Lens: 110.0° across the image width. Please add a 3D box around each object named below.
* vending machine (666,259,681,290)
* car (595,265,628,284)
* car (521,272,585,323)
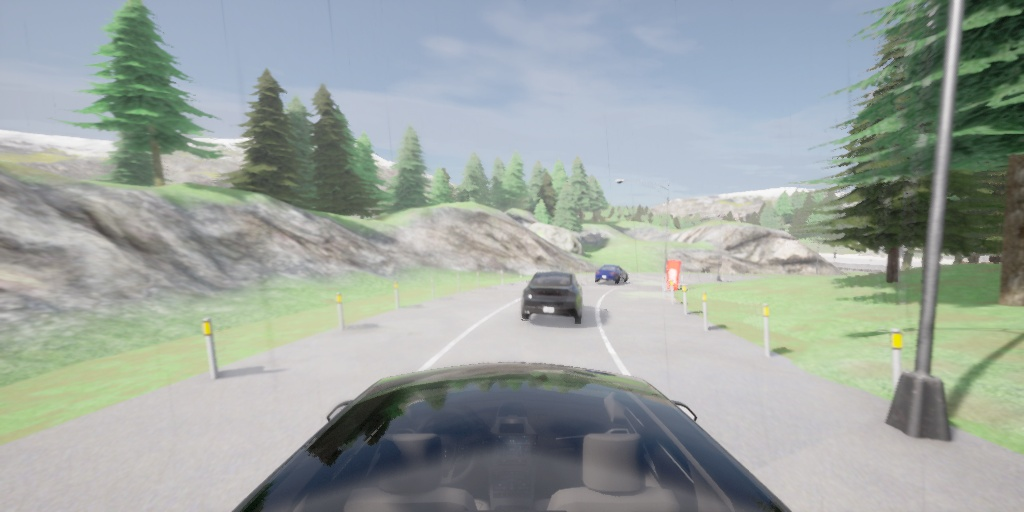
[{"bbox_3d":[11.063,1.283,24.923,1.100,2.100,0.880,0,0,29],"label":"vending machine"},{"bbox_3d":[8.128,1.450,29.173,1.812,1.442,4.674,3,1,30],"label":"car"},{"bbox_3d":[1.510,1.280,12.462,1.837,1.490,4.892,1,0,11],"label":"car"}]
